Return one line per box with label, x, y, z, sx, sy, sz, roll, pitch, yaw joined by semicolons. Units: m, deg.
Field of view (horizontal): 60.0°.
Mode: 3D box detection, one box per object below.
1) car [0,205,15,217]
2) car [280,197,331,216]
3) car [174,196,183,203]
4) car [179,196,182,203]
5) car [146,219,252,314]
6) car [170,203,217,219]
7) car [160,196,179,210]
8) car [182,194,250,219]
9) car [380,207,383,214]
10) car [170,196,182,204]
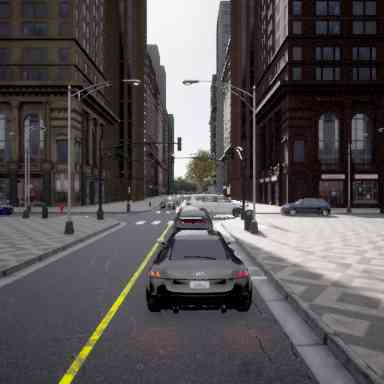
car;-18.106;1.417;28.900;5.008;1.535;1.882;0;0;0
car;10.869;1.388;32.115;4.553;1.767;2.097;0;0;1
car;-2.986;1.549;73.497;1.812;1.442;4.674;0;0;0
car;-3.081;1.494;52.850;2.128;1.511;4.902;0;0;0
car;0.110;1.564;7.724;1.994;1.385;4.181;0;0;-1
car;0.064;1.505;16.632;1.837;1.490;4.892;0;0;0
car;-3.083;1.547;43.089;2.033;1.411;5.357;0;0;0
car;2.159;1.224;28.885;5.566;2.045;2.150;0;0;0
car;20.525;1.630;32.076;4.181;1.385;1.994;0;0;0
car;-3.045;1.560;63.163;2.033;1.411;5.357;0;0;0
